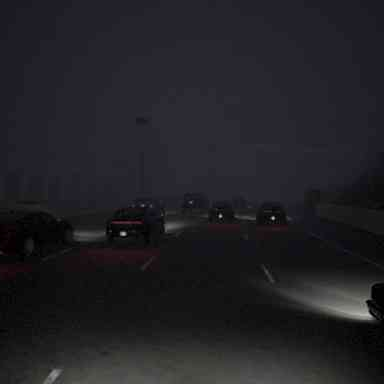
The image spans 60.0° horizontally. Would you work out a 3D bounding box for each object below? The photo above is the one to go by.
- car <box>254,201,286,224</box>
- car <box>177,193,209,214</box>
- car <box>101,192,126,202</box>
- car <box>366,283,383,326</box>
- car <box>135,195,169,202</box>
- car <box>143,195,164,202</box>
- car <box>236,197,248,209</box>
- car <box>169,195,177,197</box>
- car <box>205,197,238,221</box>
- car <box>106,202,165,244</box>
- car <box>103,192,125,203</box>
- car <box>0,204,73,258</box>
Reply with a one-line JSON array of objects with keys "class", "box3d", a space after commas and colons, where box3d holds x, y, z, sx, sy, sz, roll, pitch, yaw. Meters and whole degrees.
[{"class": "car", "box3d": [5.613, 1.432, 23.953, 1.837, 1.490, 4.892, 0, 0, 8]}, {"class": "car", "box3d": [0.450, 1.104, 34.604, 2.150, 2.045, 5.566, 0, 0, 12]}, {"class": "car", "box3d": [-15.696, 0.967, 67.016, 2.150, 2.045, 5.566, 0, 0, 20]}, {"class": "car", "box3d": [3.674, 1.543, 2.902, 2.033, 1.411, 5.357, 0, 0, 2]}, {"class": "car", "box3d": [-3.907, 1.241, 30.495, 2.097, 1.767, 4.553, 0, 0, 10]}, {"class": "car", "box3d": [-7.855, 1.298, 67.955, 2.033, 1.411, 5.357, 0, 0, 22]}, {"class": "car", "box3d": [6.043, 1.368, 42.700, 1.837, 1.490, 4.892, 0, 0, 15]}, {"class": "car", "box3d": [-3.944, 1.280, 68.324, 2.033, 1.411, 5.357, 0, 0, 22]}, {"class": "car", "box3d": [2.399, 1.421, 25.973, 1.837, 1.490, 4.892, 0, 1, 9]}, {"class": "car", "box3d": [-2.499, 1.434, 15.618, 2.128, 1.511, 4.902, 0, 0, 5]}, {"class": "car", "box3d": [-14.272, 1.295, 60.679, 1.812, 1.442, 4.674, 0, 0, 19]}, {"class": "car", "box3d": [-6.283, 1.424, 12.612, 1.882, 1.535, 5.008, 0, 0, 4]}]
